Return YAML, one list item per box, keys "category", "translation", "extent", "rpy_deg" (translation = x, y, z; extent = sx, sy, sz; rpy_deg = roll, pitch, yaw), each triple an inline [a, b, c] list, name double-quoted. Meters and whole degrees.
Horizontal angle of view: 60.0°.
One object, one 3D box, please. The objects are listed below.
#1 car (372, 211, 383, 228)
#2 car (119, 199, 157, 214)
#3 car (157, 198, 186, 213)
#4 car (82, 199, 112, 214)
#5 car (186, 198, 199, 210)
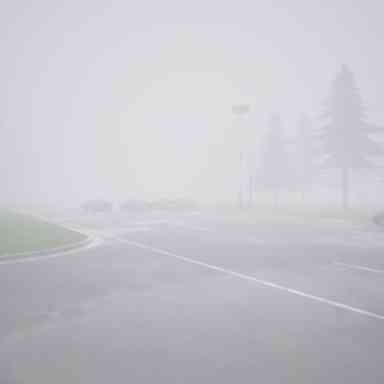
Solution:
- category: "car"
  translation: [13.229, 1.458, 19.486]
  extent: [2.128, 1.511, 4.902]
  rpy_deg: [0, 0, -35]
- category: "car"
  translation: [-6.001, 1.433, 34.778]
  extent: [2.128, 1.511, 4.902]
  rpy_deg: [0, 0, -35]
- category: "car"
  translation: [-3.138, 1.430, 36.790]
  extent: [2.128, 1.511, 4.902]
  rpy_deg: [0, 0, -35]
- category: "car"
  translation: [-9.828, 1.420, 34.147]
  extent: [1.882, 1.535, 5.008]
  rpy_deg: [0, 0, -35]
- category: "car"
  translation: [-0.986, 1.459, 39.798]
  extent: [1.812, 1.442, 4.674]
  rpy_deg: [0, 0, -35]
